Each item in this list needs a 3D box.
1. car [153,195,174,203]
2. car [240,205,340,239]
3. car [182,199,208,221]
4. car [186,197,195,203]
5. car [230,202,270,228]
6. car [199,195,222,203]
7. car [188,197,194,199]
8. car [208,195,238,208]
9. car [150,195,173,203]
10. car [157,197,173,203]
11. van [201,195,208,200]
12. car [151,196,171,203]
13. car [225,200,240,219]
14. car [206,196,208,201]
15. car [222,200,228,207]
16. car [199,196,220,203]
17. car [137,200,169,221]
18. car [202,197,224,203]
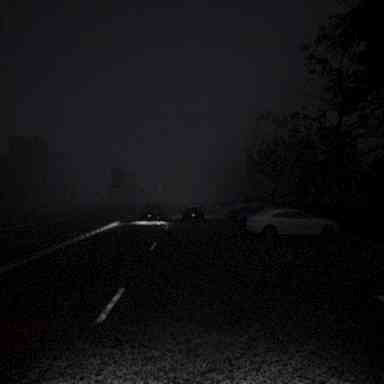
[{"bbox_3d":[-7.466,1.902,87.667,5.566,2.045,2.435,0,-2,-1],"label":"car"},{"bbox_3d":[5.083,1.570,16.980,4.674,1.452,2.002,0,0,0],"label":"car"},{"bbox_3d":[0.101,1.607,27.792,1.812,1.442,4.674,0,0,0],"label":"car"},{"bbox_3d":[-0.400,2.341,94.550,2.128,1.511,4.902,0,-2,2],"label":"car"},{"bbox_3d":[5.091,1.539,20.129,5.008,1.535,2.097,0,0,0],"label":"car"},{"bbox_3d":[4.766,1.858,86.152,5.566,2.045,2.435,0,-2,-1],"label":"car"},{"bbox_3d":[-0.287,2.105,84.499,1.812,1.442,4.674,0,-2,-1],"label":"car"},{"bbox_3d":[5.117,1.504,51.014,4.553,1.767,2.185,0,0,0],"label":"car"},{"bbox_3d":[-7.566,1.849,75.516,5.366,1.575,1.946,0,-1,0],"label":"car"},{"bbox_3d":[-7.543,2.224,93.612,4.553,1.767,2.185,0,-2,-1],"label":"car"},{"bbox_3d":[4.775,1.618,74.980,4.442,1.987,1.878,0,-1,0],"label":"van"},{"bbox_3d":[-7.375,1.785,78.437,4.553,1.767,2.185,0,-1,-1],"label":"car"},{"bbox_3d":[5.080,1.550,23.402,4.892,1.521,2.231,0,0,0],"label":"car"},{"bbox_3d":[5.044,1.680,54.184,4.674,1.452,2.002,0,0,0],"label":"car"},{"bbox_3d":[5.082,1.598,26.678,4.674,1.452,2.002,0,0,0],"label":"car"},{"bbox_3d":[4.694,2.035,91.611,5.566,2.045,2.435,0,-2,-1],"label":"car"},{"bbox_3d":[-3.271,1.645,27.573,1.994,1.385,4.181,0,0,1],"label":"car"},{"bbox_3d":[5.030,1.957,80.432,5.366,1.575,1.946,0,-1,-1],"label":"car"}]
